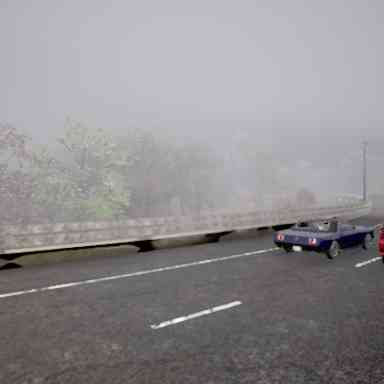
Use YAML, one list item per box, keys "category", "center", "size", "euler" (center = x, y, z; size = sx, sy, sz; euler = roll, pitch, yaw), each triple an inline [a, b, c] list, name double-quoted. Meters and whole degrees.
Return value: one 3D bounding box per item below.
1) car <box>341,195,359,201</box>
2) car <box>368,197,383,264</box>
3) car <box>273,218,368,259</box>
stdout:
- category: "car"
  center: [40.324, 1.598, 85.952]
  size: [1.882, 1.535, 5.008]
  euler: [0, 0, 1]
- category: "car"
  center: [7.760, 1.248, 10.346]
  size: [5.566, 2.045, 2.150]
  euler: [0, 0, -42]
- category: "car"
  center: [5.246, 1.642, 12.801]
  size: [4.718, 1.301, 1.895]
  euler: [0, 0, -42]
